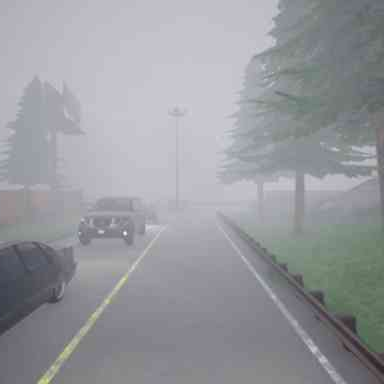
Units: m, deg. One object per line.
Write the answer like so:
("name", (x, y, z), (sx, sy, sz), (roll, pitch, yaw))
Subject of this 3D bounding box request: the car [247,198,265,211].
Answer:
("car", (9.114, 1.492, 40.195), (4.902, 1.511, 2.128), (0, 0, 0))

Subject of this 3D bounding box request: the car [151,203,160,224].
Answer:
("car", (-3.501, 1.553, 25.014), (1.994, 1.385, 4.181), (0, 0, 0))

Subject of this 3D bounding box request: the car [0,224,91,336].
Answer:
("car", (-3.578, 1.545, 5.478), (2.033, 1.411, 5.357), (0, 0, 0))

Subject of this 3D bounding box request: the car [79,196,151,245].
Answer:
("car", (-3.565, 1.214, 15.897), (2.150, 2.045, 5.566), (0, 0, 0))
